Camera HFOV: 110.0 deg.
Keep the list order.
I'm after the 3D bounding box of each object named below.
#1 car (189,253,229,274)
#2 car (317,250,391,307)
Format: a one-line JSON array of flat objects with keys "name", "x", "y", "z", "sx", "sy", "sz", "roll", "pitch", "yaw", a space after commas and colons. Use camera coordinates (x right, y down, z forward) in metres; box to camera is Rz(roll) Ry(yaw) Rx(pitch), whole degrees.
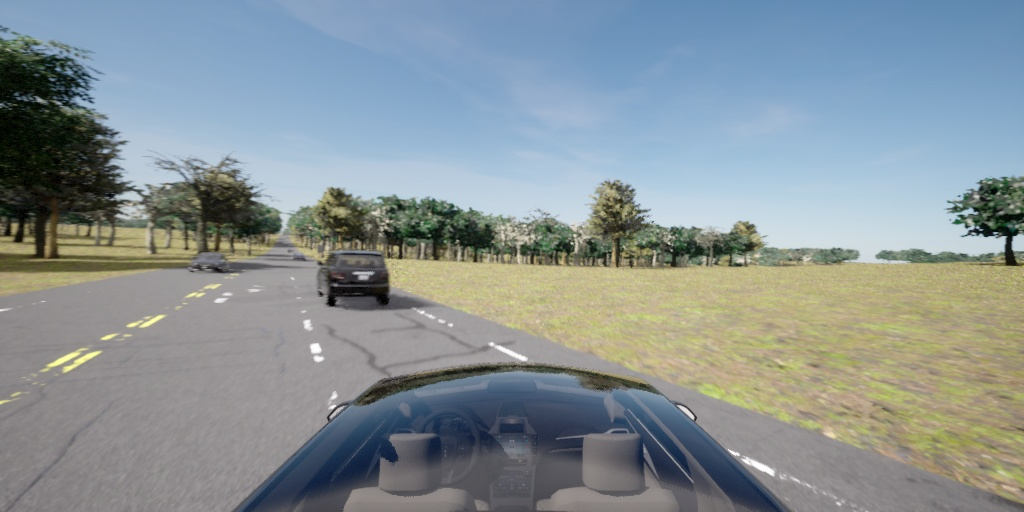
[{"name": "car", "x": -22.767, "y": 0.513, "z": 27.112, "sx": 1.837, "sy": 1.490, "sz": 4.892, "roll": 2, "pitch": 0, "yaw": -32}, {"name": "car", "x": -6.570, "y": 0.804, "z": 14.672, "sx": 2.150, "sy": 2.045, "sz": 5.566, "roll": 3, "pitch": -1, "yaw": -33}]
